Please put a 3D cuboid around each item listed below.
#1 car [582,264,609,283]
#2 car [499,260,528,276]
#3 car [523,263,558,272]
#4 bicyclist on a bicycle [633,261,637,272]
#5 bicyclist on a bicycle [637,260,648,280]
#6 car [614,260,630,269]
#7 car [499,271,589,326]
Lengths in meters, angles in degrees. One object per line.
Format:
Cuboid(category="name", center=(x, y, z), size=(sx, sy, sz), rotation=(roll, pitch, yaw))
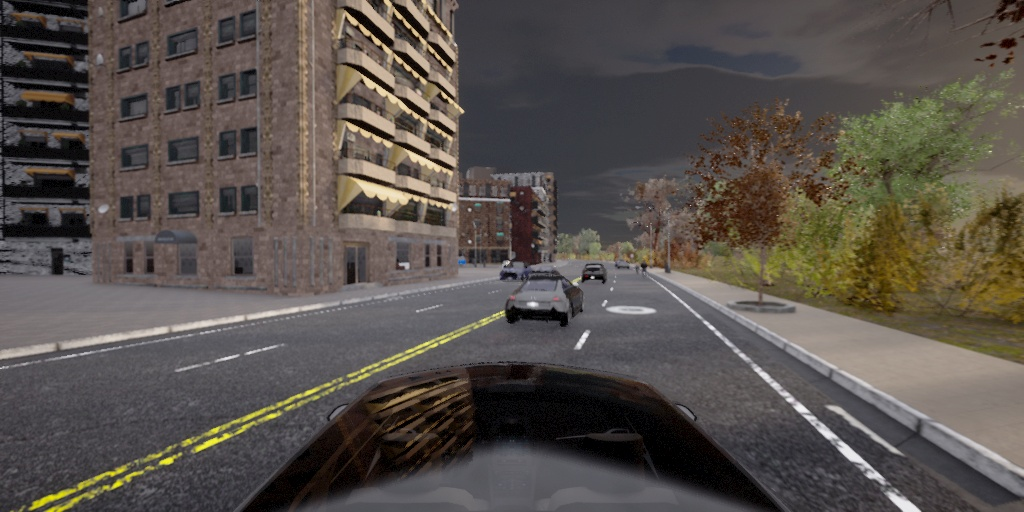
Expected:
Cuboid(category="car", center=(6.874, 1.382, 29.677), size=(1.837, 1.490, 4.892), rotation=(0, 0, 17))
Cuboid(category="car", center=(0.464, 1.261, 31.627), size=(2.097, 1.767, 4.553), rotation=(0, 0, 17))
Cuboid(category="car", center=(2.518, 1.444, 27.255), size=(1.994, 1.385, 4.181), rotation=(0, 0, 17))
Cuboid(category="bicyclist on a bicycle", center=(14.845, 1.351, 42.512), size=(0.866, 1.612, 1.509), rotation=(0, 0, 16))
Cuboid(category="bicyclist on a bicycle", center=(11.923, 1.244, 32.391), size=(0.659, 1.776, 1.843), rotation=(0, 0, 17))
Cuboid(category="car", center=(19.357, 1.560, 62.355), size=(1.994, 1.385, 4.181), rotation=(0, 0, 14))
Cuboid(category="car", center=(1.245, 1.366, 12.156), size=(1.994, 1.385, 4.181), rotation=(0, 0, 19))
